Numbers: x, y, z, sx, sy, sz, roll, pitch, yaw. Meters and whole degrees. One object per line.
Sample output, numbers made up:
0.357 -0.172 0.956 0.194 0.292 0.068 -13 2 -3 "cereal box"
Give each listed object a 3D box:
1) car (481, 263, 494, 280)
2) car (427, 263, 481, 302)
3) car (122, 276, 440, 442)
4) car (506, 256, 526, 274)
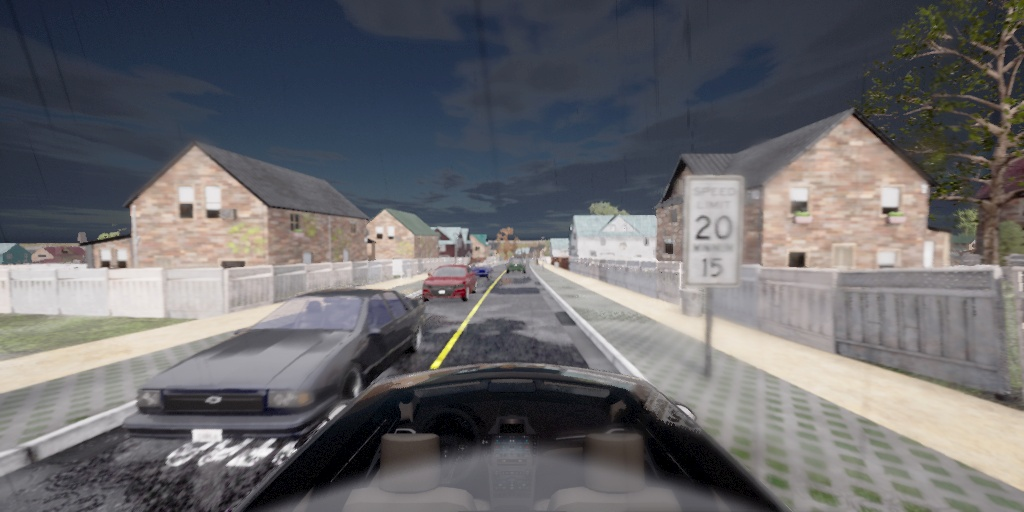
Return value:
-2.582 1.217 29.354 1.895 1.301 4.718 0 0 1 "car"
-2.761 1.140 16.713 1.882 1.535 5.008 0 0 0 "car"
-2.829 1.268 6.001 2.033 1.411 5.357 0 0 0 "car"
0.454 0.953 38.903 2.097 1.767 4.553 0 0 2 "car"
